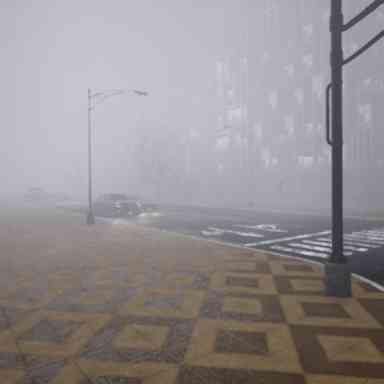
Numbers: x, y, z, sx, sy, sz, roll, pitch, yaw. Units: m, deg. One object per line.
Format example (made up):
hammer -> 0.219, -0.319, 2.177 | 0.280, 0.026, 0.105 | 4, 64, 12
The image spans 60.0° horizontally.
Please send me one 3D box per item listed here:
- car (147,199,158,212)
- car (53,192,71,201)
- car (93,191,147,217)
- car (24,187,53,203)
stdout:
car -> -5.129, 0.959, 29.473 | 2.033, 1.411, 5.357 | -1, 1, -38
car -> -18.684, 0.615, 46.845 | 1.895, 1.301, 4.718 | -1, 1, -38
car -> -5.648, 0.855, 24.885 | 2.097, 1.767, 4.553 | -1, 1, -38
car -> -20.659, 0.291, 44.080 | 2.150, 2.045, 5.566 | -1, 1, -38
